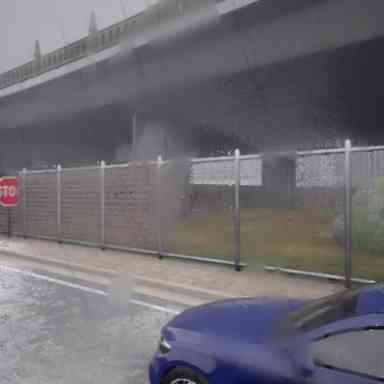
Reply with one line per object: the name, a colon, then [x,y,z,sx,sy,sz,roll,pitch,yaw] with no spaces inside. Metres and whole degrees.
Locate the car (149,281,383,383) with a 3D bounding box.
car: [1.753,1.526,2.742,4.674,1.442,1.812,0,0,35]
